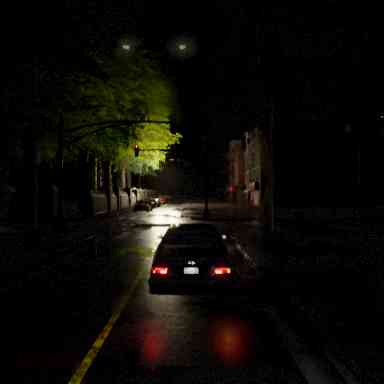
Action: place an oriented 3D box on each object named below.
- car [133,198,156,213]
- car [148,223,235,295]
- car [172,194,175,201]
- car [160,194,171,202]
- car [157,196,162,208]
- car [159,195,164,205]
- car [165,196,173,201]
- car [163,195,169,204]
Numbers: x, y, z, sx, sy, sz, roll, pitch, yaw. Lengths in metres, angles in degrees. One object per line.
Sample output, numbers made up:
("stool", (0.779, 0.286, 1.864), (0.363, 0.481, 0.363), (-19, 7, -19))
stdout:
("car", (-5.617, 1.579, 37.997), (2.008, 1.369, 4.403), (1, 0, -1))
("car", (-0.004, 1.550, 8.852), (2.033, 1.411, 5.357), (0, 0, 0))
("car", (-6.079, 1.605, 83.281), (1.967, 1.590, 4.097), (1, 0, -1))
("car", (-5.899, 1.411, 66.932), (2.192, 1.841, 5.009), (1, 0, -1))
("car", (-5.667, 1.590, 45.132), (2.008, 1.369, 4.403), (1, 0, -1))
("car", (-5.726, 1.615, 50.582), (1.947, 1.339, 4.313), (1, 0, -1))
("car", (-6.139, 1.717, 88.562), (1.752, 1.417, 4.829), (1, 0, -1))
("car", (-5.845, 1.660, 61.481), (1.802, 1.307, 4.206), (1, 0, -1))
